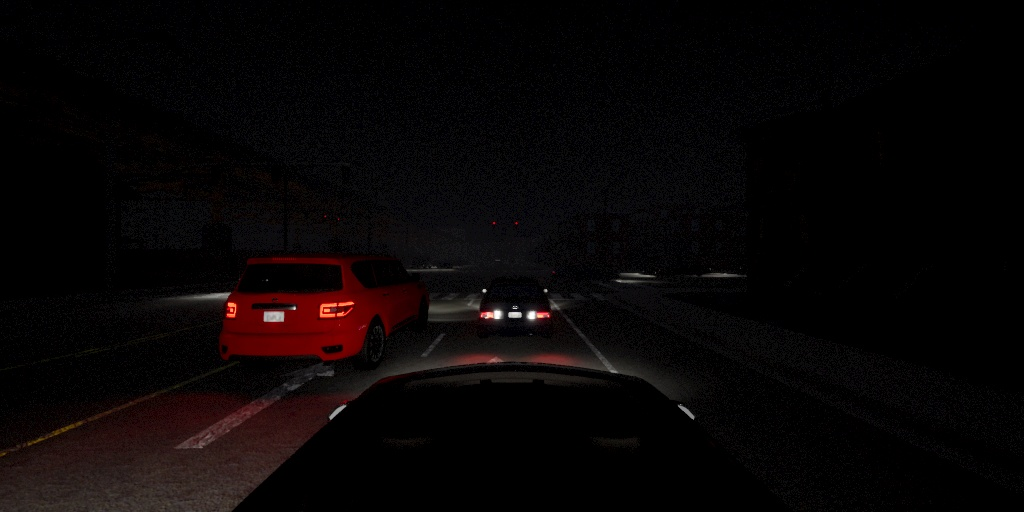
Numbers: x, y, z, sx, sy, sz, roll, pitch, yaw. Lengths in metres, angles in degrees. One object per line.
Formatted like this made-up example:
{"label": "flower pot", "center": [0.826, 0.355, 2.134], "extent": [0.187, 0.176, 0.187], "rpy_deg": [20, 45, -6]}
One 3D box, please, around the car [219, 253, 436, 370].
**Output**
{"label": "car", "center": [-3.425, 0.971, 7.872], "extent": [2.150, 2.045, 5.566], "rpy_deg": [0, 0, 0]}

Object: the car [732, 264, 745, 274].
{"label": "car", "center": [26.835, 1.255, 39.374], "extent": [4.892, 1.490, 1.837], "rpy_deg": [0, 0, 0]}

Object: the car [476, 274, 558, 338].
{"label": "car", "center": [0.084, 1.297, 10.125], "extent": [2.033, 1.411, 5.357], "rpy_deg": [0, 0, 0]}

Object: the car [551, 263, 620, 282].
{"label": "car", "center": [5.826, 1.297, 28.936], "extent": [5.357, 1.411, 2.033], "rpy_deg": [0, 0, 7]}

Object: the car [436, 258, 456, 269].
{"label": "car", "center": [-10.584, 1.228, 56.713], "extent": [1.882, 1.535, 5.008], "rpy_deg": [0, 0, 0]}

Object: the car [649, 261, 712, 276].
{"label": "car", "center": [17.001, 1.297, 35.885], "extent": [5.357, 1.411, 2.033], "rpy_deg": [0, 0, 0]}

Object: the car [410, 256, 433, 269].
{"label": "car", "center": [-14.083, 0.971, 56.007], "extent": [2.150, 2.045, 5.566], "rpy_deg": [0, 0, 0]}

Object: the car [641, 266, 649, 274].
{"label": "car", "center": [17.107, 1.297, 39.369], "extent": [5.357, 1.411, 2.033], "rpy_deg": [0, 0, 2]}

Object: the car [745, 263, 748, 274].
{"label": "car", "center": [26.557, 1.351, 35.876], "extent": [4.718, 1.301, 1.895], "rpy_deg": [0, 0, 0]}
